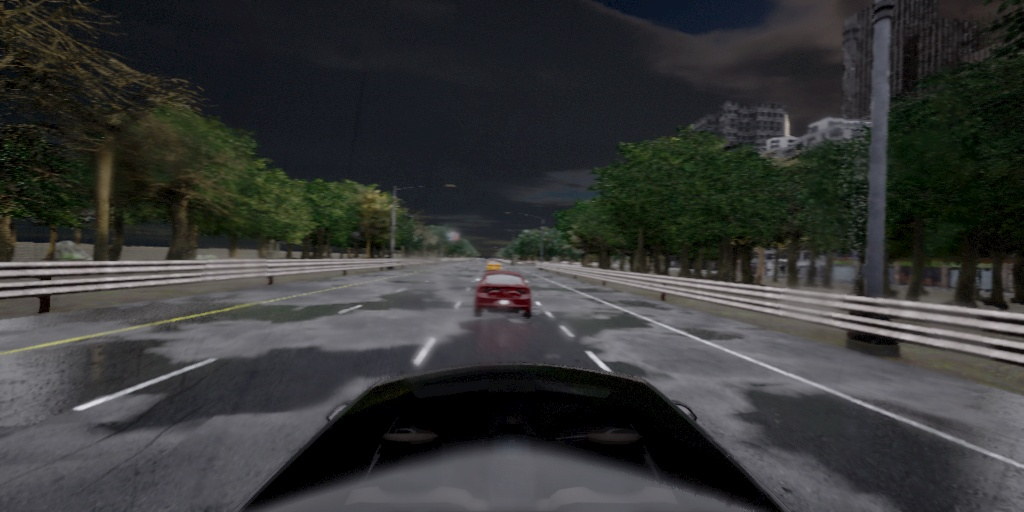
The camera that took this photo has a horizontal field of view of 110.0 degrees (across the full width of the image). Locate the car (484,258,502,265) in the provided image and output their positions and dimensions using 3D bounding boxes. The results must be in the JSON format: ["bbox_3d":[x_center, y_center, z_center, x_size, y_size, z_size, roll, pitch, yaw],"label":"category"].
[{"bbox_3d":[-2.465,1.477,49.668,1.882,1.535,5.008,2,0,-3],"label":"car"}]

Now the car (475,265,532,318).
[{"bbox_3d":[-0.377,1.300,13.633,1.882,1.535,5.008,2,0,-3],"label":"car"}]
